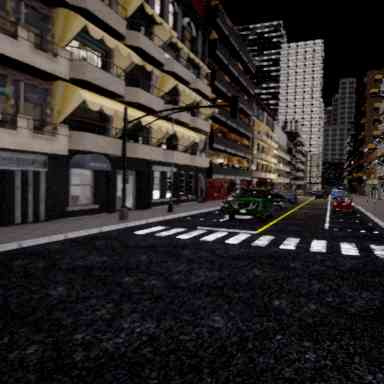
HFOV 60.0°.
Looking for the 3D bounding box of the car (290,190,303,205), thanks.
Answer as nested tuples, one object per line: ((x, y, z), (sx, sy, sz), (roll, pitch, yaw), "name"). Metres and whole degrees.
((12.004, 0.794, 40.946), (2.033, 1.411, 5.357), (2, 2, 23), "car")

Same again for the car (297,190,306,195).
((29.326, 0.090, 89.066), (1.802, 1.307, 4.206), (2, 1, 23), "car")

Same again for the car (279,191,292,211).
((7.872, 0.909, 31.148), (1.812, 1.442, 4.674), (2, 2, 23), "car")

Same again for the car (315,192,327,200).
((22.187, 0.668, 57.302), (2.033, 1.411, 5.357), (2, 2, 23), "car")

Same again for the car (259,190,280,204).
((10.096, 0.571, 43.184), (1.967, 1.590, 4.097), (2, 1, 23), "car")

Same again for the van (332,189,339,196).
((37.054, 0.165, 85.821), (1.690, 1.788, 3.998), (2, 1, 23), "van")

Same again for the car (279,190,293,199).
((16.440, 0.447, 58.322), (1.752, 1.417, 4.829), (2, 1, 23), "car")

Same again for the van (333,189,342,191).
((24.232, 0.576, 55.235), (1.690, 1.788, 3.998), (2, 1, 23), "van")

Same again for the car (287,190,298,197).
((20.779, 0.363, 68.676), (1.802, 1.307, 4.206), (2, 1, 23), "car")

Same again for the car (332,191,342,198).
((30.639, 0.573, 70.534), (1.887, 1.381, 4.507), (2, 1, 23), "car")

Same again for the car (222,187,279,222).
((4.072, 0.733, 22.075), (2.150, 2.045, 5.566), (2, 2, 23), "car")

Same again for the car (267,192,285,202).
((12.230, 0.642, 48.285), (1.802, 1.307, 4.206), (2, 1, 23), "car")

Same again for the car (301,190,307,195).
((27.190, 0.127, 83.967), (2.008, 1.369, 4.403), (2, 1, 23), "car")

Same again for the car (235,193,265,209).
((5.819, 0.840, 32.991), (1.947, 1.339, 4.313), (2, 1, 23), "car")

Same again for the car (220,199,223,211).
((3.683, 0.896, 27.894), (2.008, 1.369, 4.403), (2, 1, 23), "car")

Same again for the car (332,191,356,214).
((13.545, 1.030, 29.750), (1.967, 1.590, 4.097), (2, 1, 23), "car")
